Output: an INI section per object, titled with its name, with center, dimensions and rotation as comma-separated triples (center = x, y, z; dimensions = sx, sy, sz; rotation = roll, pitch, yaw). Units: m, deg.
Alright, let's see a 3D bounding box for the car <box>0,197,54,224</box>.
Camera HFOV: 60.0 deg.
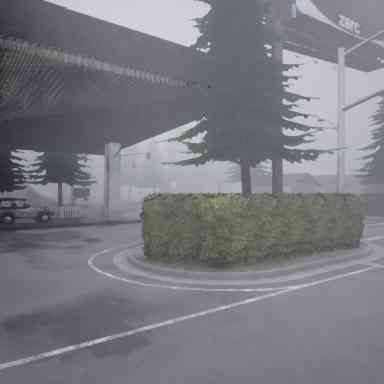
[car]
center = -11.961, 1.313, 23.491
dimensions = 3.866, 1.878, 1.905
rotation = 0, 0, -36
